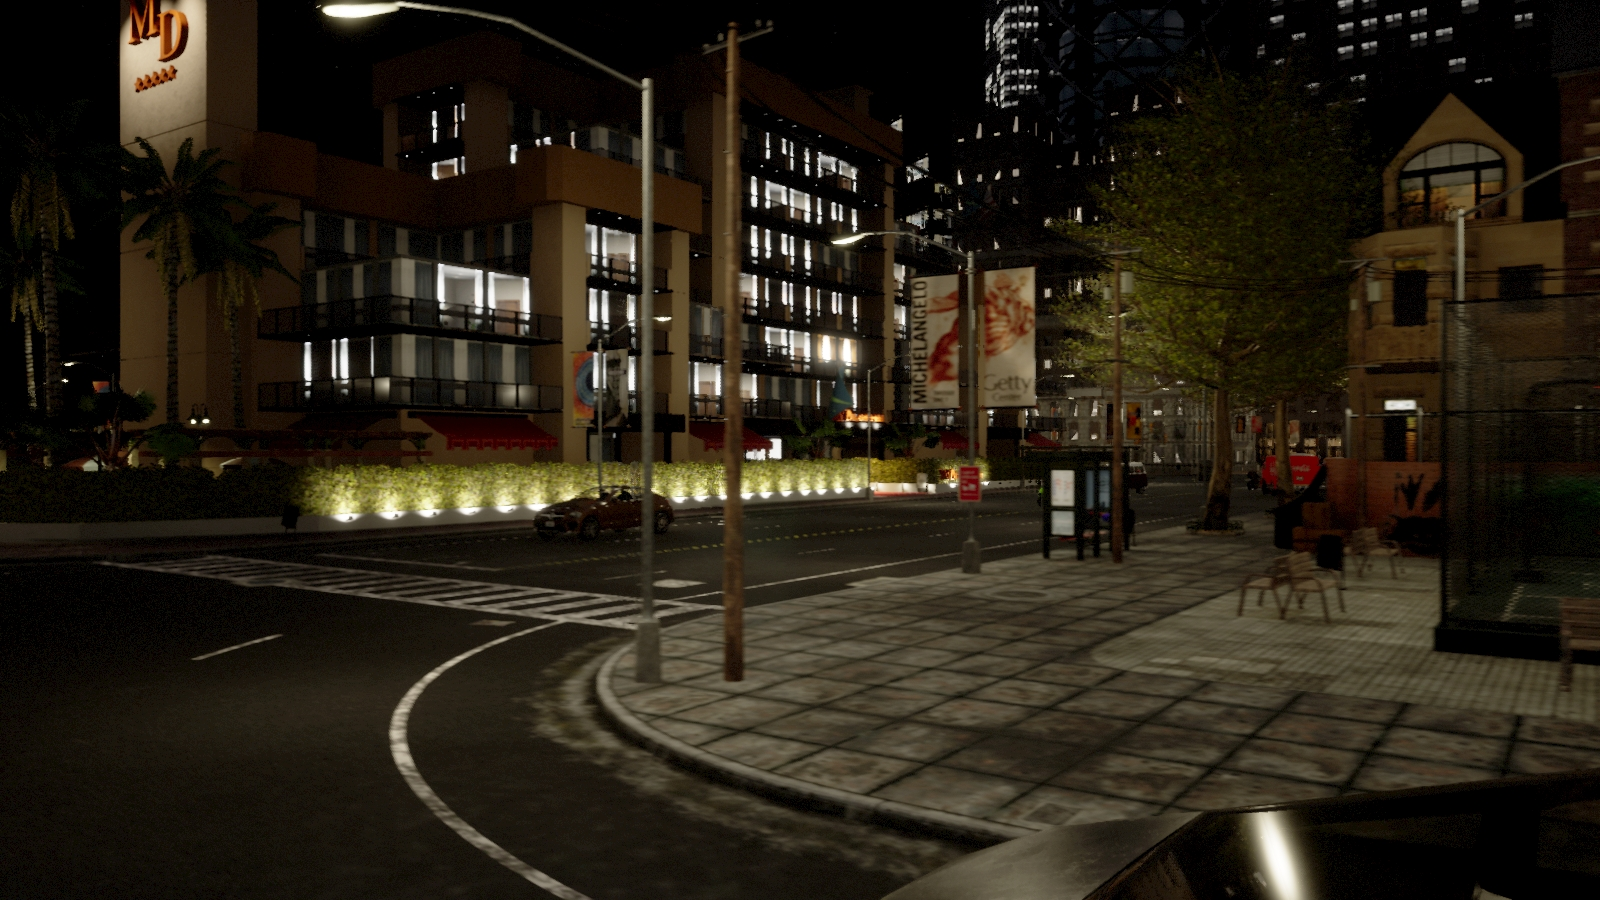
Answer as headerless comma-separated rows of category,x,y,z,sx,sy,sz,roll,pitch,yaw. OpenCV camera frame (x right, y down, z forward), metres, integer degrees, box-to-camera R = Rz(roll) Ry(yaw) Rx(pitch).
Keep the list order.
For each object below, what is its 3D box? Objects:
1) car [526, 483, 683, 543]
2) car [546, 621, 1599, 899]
car,-6.295,1.997,37.304,2.152,1.651,5.027,0,0,35
car,2.642,1.753,1.930,6.274,2.098,2.390,0,0,35
